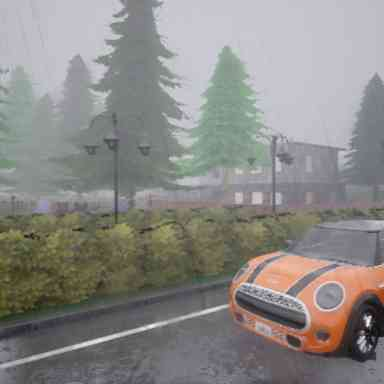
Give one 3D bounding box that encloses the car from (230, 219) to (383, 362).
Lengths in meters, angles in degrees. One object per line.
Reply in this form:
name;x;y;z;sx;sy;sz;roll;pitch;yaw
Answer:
car;2.837;1.332;6.007;4.553;1.767;2.097;0;0;-35
